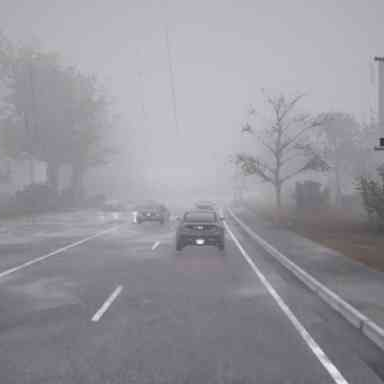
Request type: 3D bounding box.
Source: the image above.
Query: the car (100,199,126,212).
[{"bbox_3d":[-9.022,1.521,38.557,1.812,1.442,4.674,0,0,5],"label":"car"}]

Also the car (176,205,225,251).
[{"bbox_3d":[0.358,1.506,14.192,1.837,1.490,4.892,0,0,2],"label":"car"}]

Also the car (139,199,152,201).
[{"bbox_3d":[-5.464,1.546,39.376,2.033,1.411,5.357,0,0,5],"label":"car"}]

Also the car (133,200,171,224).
[{"bbox_3d":[-2.739,1.547,24.473,2.033,1.411,5.357,0,0,3],"label":"car"}]

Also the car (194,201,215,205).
[{"bbox_3d":[1.155,1.528,30.975,1.812,1.442,4.674,0,0,4],"label":"car"}]
